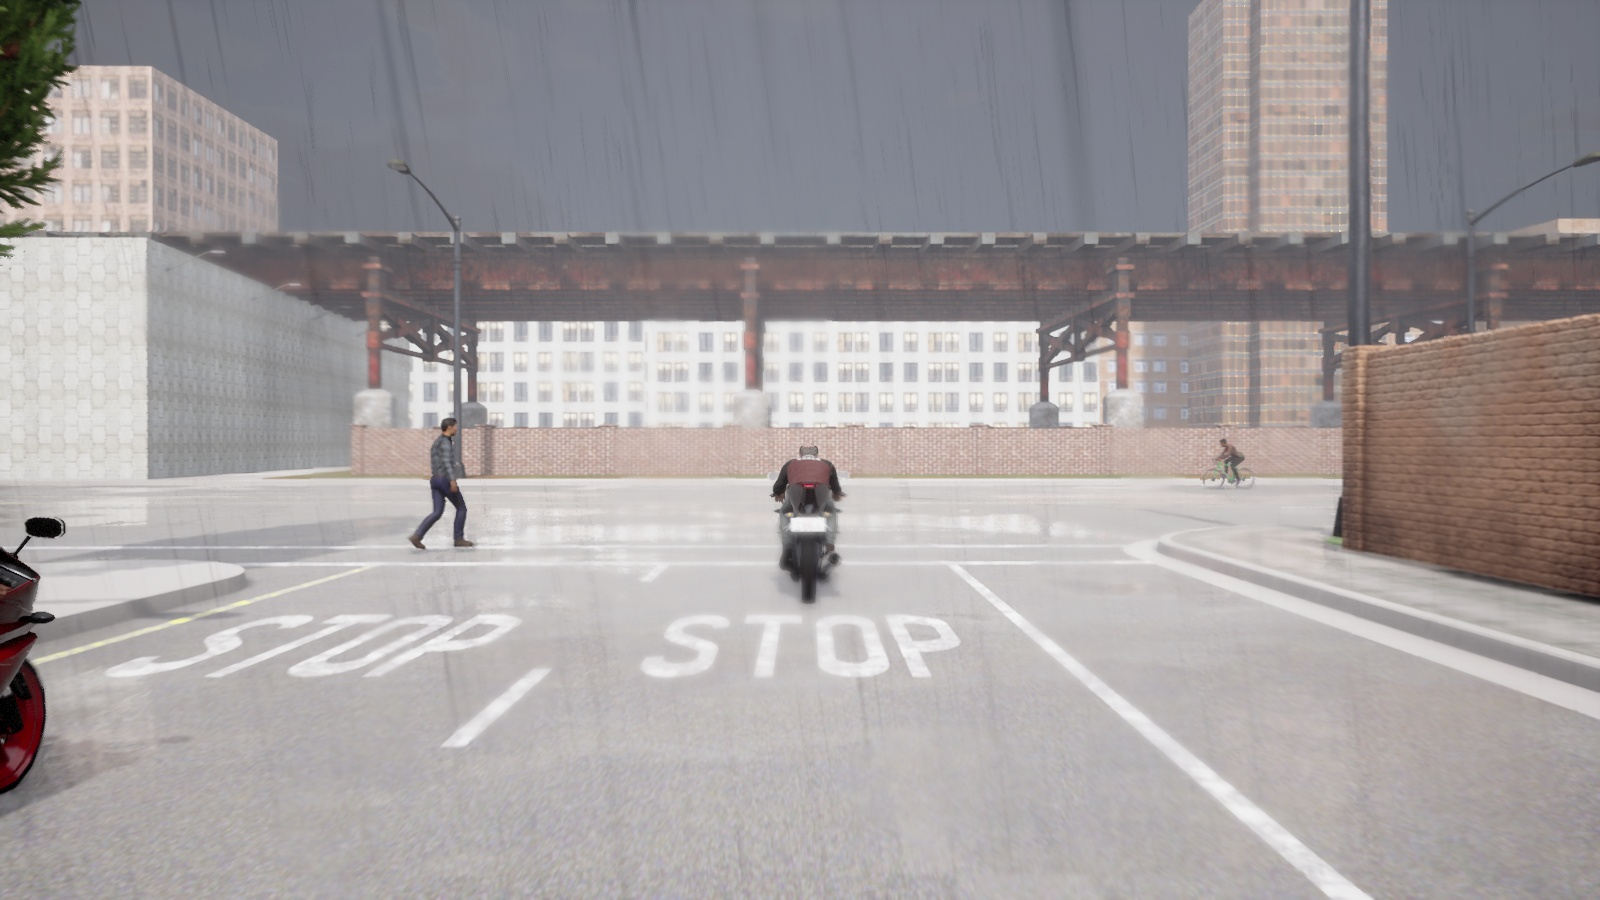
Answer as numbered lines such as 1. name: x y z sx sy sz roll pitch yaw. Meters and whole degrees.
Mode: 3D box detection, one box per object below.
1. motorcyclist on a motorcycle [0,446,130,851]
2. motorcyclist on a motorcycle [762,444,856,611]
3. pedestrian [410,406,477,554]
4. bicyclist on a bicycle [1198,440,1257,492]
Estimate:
1. motorcyclist on a motorcycle: -3.459 0.753 4.564 0.866 1.530 2.191 0 0 0
2. motorcyclist on a motorcycle: 0.087 0.710 12.631 0.866 1.530 2.191 0 0 0
3. pedestrian: -4.797 0.392 16.892 0.788 1.949 0.423 0 0 -31
4. bicyclist on a bicycle: 13.409 0.488 39.430 1.656 1.620 0.582 0 0 1
